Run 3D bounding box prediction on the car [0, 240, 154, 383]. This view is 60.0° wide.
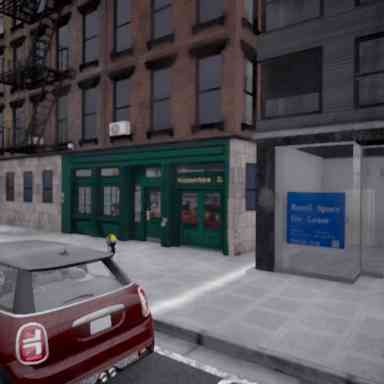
[{"bbox_3d":[-2.536,1.401,4.630,4.097,1.590,1.967,1,0,36],"label":"car"}]
